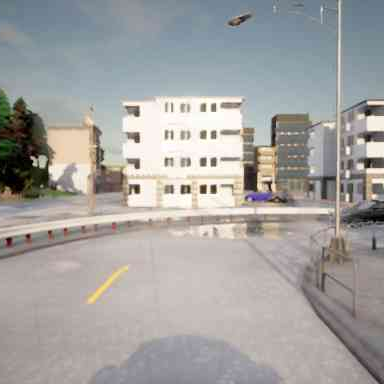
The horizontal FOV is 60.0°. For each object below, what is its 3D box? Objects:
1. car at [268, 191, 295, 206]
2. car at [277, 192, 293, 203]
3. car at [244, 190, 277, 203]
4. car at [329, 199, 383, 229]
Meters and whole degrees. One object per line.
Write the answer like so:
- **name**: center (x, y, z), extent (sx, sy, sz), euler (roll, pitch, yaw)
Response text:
- **car**: center (11.191, 0.742, 41.317), extent (2.038, 1.542, 4.974), euler (1, 1, 30)
- **car**: center (11.166, 0.585, 41.268), extent (1.853, 1.218, 4.536), euler (1, 1, 30)
- **car**: center (8.395, 0.490, 41.658), extent (3.633, 1.501, 1.845), euler (0, 1, 11)
- **car**: center (9.770, 1.124, 17.732), extent (4.674, 1.442, 1.812), euler (0, 1, -4)
